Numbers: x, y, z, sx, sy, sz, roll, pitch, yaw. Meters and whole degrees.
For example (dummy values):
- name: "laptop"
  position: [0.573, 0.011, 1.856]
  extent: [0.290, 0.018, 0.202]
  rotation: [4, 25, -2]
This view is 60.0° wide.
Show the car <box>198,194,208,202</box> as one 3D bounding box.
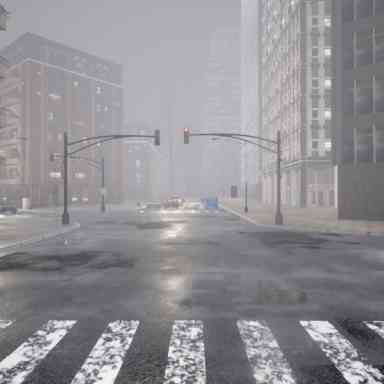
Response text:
- name: "car"
  position: [2.765, 1.467, 84.807]
  extent: [2.192, 1.841, 5.009]
  rotation: [0, 0, 0]

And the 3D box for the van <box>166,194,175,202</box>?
- name: "van"
  position: [-5.126, 1.474, 79.271]
  extent: [1.690, 1.788, 3.998]
  rotation: [0, 0, 0]

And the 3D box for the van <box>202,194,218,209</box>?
- name: "van"
  position: [2.677, 1.386, 45.939]
  extent: [1.690, 1.788, 3.998]
  rotation: [0, 0, 0]

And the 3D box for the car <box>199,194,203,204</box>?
- name: "car"
  position: [2.728, 1.644, 68.148]
  extent: [1.887, 1.381, 4.507]
  rotation: [0, 0, 0]

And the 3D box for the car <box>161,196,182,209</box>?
- name: "car"
  position: [-2.723, 1.644, 45.086]
  extent: [1.895, 1.301, 4.718]
  rotation: [0, 0, 0]

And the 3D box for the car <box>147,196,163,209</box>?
- name: "car"
  position: [-5.205, 1.570, 45.787]
  extent: [1.752, 1.417, 4.829]
  rotation: [0, 0, 0]

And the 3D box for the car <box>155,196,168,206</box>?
- name: "car"
  position: [-5.178, 1.510, 57.063]
  extent: [1.967, 1.590, 4.097]
  rotation: [0, 0, 0]

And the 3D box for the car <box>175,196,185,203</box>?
- name: "car"
  position: [-2.576, 1.669, 73.934]
  extent: [1.994, 1.385, 4.181]
  rotation: [0, 0, 0]

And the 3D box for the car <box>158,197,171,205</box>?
- name: "car"
  position: [-5.166, 1.650, 62.615]
  extent: [1.947, 1.339, 4.313]
  rotation: [0, 0, 0]

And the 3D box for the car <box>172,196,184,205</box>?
- name: "car"
  position: [-2.646, 1.580, 64.052]
  extent: [2.128, 1.511, 4.902]
  rotation: [0, 0, 1]

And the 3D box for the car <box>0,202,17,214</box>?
- name: "car"
  position: [-21.060, 1.790, 36.666]
  extent: [4.718, 1.301, 1.895]
  rotation: [-1, -1, 41]

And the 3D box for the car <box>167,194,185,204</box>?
- name: "car"
  position: [-2.696, 1.415, 54.212]
  extent: [2.097, 1.767, 4.553]
  rotation: [0, 0, 1]
